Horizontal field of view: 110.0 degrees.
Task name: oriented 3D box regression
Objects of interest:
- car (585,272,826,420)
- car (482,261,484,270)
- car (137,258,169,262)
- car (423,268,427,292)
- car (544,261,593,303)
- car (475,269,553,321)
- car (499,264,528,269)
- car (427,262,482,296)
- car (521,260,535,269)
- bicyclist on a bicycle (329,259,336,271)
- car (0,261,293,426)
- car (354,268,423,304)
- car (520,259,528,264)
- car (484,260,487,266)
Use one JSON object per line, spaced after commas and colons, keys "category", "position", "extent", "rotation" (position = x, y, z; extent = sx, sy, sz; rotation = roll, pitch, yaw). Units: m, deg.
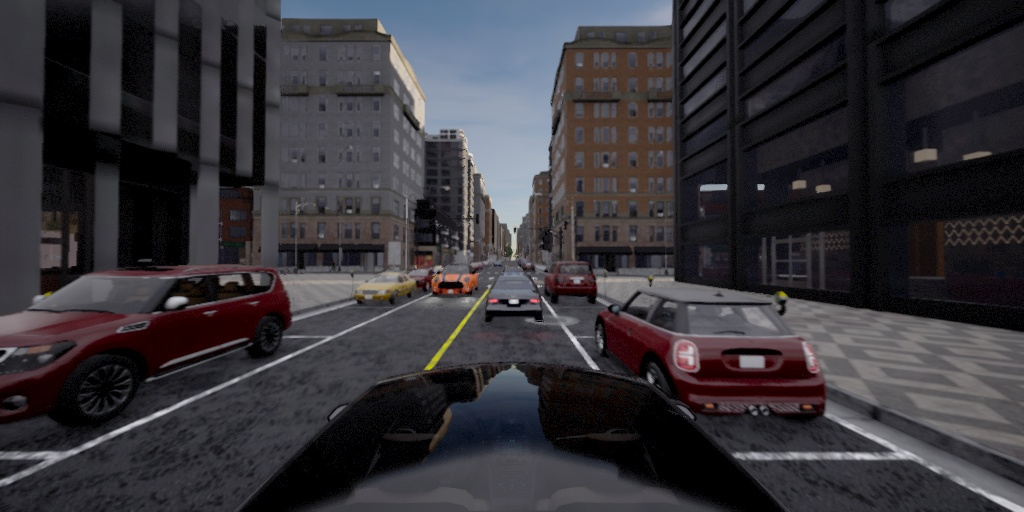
{"category": "car", "position": [2.670, 1.215, 5.936], "extent": [1.967, 1.591, 4.097], "rotation": [0, 0, 0]}
{"category": "car", "position": [-5.847, 1.624, 55.463], "extent": [1.888, 1.381, 4.507], "rotation": [0, 0, 0]}
{"category": "car", "position": [-43.478, 0.985, 42.909], "extent": [4.553, 1.767, 2.097], "rotation": [0, -1, 1]}
{"category": "car", "position": [-5.853, 1.424, 22.820], "extent": [1.888, 1.381, 4.507], "rotation": [0, 0, 0]}
{"category": "car", "position": [2.672, 1.159, 17.185], "extent": [2.192, 1.841, 5.009], "rotation": [0, 0, 0]}
{"category": "car", "position": [0.068, 1.365, 12.720], "extent": [2.033, 1.411, 5.357], "rotation": [0, 0, 0]}
{"category": "car", "position": [0.075, 1.515, 28.624], "extent": [1.895, 1.301, 4.718], "rotation": [0, 0, 0]}
{"category": "car", "position": [-3.082, 1.215, 20.290], "extent": [2.097, 1.767, 4.553], "rotation": [0, 0, 0]}
{"category": "car", "position": [2.679, 1.660, 55.452], "extent": [1.802, 1.307, 4.207], "rotation": [0, 0, 0]}
{"category": "bicyclist on a bicycle", "position": [-23.004, 1.171, 45.914], "extent": [0.582, 1.620, 1.656], "rotation": [0, -1, 0]}
{"category": "car", "position": [-5.856, 1.091, 5.946], "extent": [2.192, 1.841, 5.009], "rotation": [0, 0, 0]}
{"category": "car", "position": [-5.854, 1.370, 17.025], "extent": [1.751, 1.417, 4.829], "rotation": [0, 0, 0]}
{"category": "car", "position": [2.680, 1.696, 61.126], "extent": [1.802, 1.307, 4.207], "rotation": [0, 0, 0]}
{"category": "car", "position": [-5.846, 1.659, 61.136], "extent": [1.888, 1.381, 4.507], "rotation": [0, 0, 0]}
